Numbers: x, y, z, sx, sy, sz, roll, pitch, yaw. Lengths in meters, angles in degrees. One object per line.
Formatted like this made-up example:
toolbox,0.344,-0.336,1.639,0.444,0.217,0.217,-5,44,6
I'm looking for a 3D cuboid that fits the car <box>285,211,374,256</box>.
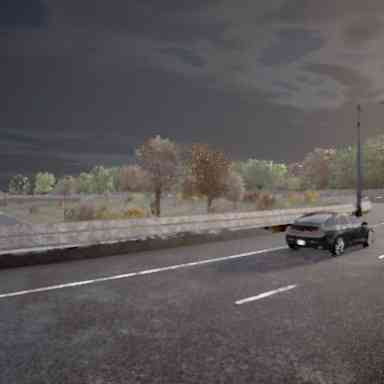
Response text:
car,5.631,1.536,13.329,4.892,1.490,1.837,0,0,-42
